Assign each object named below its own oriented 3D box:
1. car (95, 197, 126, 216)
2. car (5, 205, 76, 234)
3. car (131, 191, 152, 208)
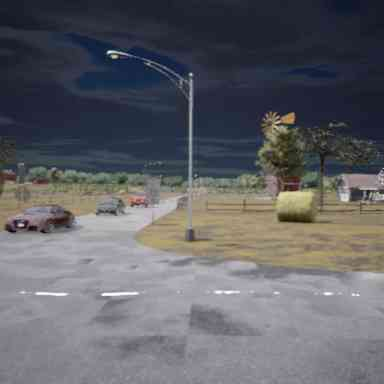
[{"bbox_3d":[-7.246,1.280,29.928,1.837,1.490,4.892,1,1,0],"label":"car"},{"bbox_3d":[-7.894,1.378,17.708,1.994,1.385,4.181,1,0,6],"label":"car"},{"bbox_3d":[-6.652,0.960,44.742,2.150,2.045,5.566,1,1,3],"label":"car"}]
